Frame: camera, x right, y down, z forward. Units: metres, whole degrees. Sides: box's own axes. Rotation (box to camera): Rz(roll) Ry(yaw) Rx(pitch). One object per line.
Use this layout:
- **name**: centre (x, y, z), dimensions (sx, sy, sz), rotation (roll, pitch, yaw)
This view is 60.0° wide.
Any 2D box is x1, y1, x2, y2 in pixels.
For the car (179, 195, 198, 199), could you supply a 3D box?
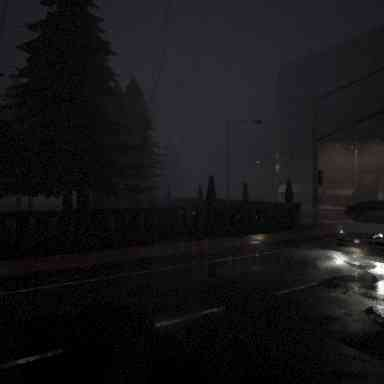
- **car**: centre (-0.668, 1.298, 44.405), dimensions (2.097, 1.767, 4.553), rotation (0, 0, -15)

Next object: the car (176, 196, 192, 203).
- **car**: centre (-1.509, 1.492, 67.319), dimensions (2.033, 1.411, 5.357), rotation (0, 0, 13)

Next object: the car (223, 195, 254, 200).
- **car**: centre (4.993, 1.422, 39.421), dimensions (1.882, 1.535, 5.008), rotation (0, 0, -25)

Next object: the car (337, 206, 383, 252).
- **car**: centre (7.832, 1.526, 13.744), dimensions (4.674, 1.442, 1.812), rotation (0, 1, -41)

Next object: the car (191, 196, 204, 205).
- **car**: centre (1.061, 1.492, 60.798), dimensions (2.033, 1.411, 5.357), rotation (0, 0, 6)

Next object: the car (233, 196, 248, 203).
- **car**: centre (10.077, 1.492, 68.480), dimensions (2.033, 1.411, 5.357), rotation (0, 0, 20)

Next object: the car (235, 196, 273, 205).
- **car**: centre (6.534, 1.436, 29.997), dimensions (2.128, 1.511, 4.902), rotation (0, 0, -32)

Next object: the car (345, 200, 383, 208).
- **car**: centre (14.325, 1.427, 25.367), dimensions (1.882, 1.535, 5.008), rotation (0, 0, -41)
